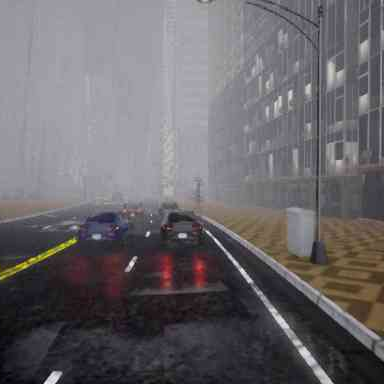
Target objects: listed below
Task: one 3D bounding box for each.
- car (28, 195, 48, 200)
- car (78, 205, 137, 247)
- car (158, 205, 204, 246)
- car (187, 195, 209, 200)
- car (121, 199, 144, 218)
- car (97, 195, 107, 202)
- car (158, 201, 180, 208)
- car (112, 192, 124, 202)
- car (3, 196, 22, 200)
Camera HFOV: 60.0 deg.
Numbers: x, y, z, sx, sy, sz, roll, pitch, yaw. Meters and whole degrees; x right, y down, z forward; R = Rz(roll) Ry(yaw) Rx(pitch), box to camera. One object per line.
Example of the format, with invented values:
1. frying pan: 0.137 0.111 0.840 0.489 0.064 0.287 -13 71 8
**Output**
1. car: -37.324 1.409 80.480 4.313 1.339 1.947 0 0 -9
2. car: -3.763 1.524 14.905 1.812 1.442 4.674 0 0 -4
3. car: -0.520 1.520 15.122 1.812 1.442 4.674 0 0 -4
4. car: 1.069 1.384 86.925 5.009 1.841 2.192 0 0 -9
5. car: -5.282 1.593 29.965 1.895 1.301 4.718 0 0 -8
6. car: -18.982 1.372 70.307 1.882 1.535 5.008 0 0 -10
7. car: -2.058 1.541 30.369 1.994 1.385 4.181 0 0 -8
8. car: -15.780 1.109 70.858 2.150 2.045 5.566 0 0 -10
9. car: -42.940 1.390 79.593 4.206 1.307 1.802 0 0 -9
